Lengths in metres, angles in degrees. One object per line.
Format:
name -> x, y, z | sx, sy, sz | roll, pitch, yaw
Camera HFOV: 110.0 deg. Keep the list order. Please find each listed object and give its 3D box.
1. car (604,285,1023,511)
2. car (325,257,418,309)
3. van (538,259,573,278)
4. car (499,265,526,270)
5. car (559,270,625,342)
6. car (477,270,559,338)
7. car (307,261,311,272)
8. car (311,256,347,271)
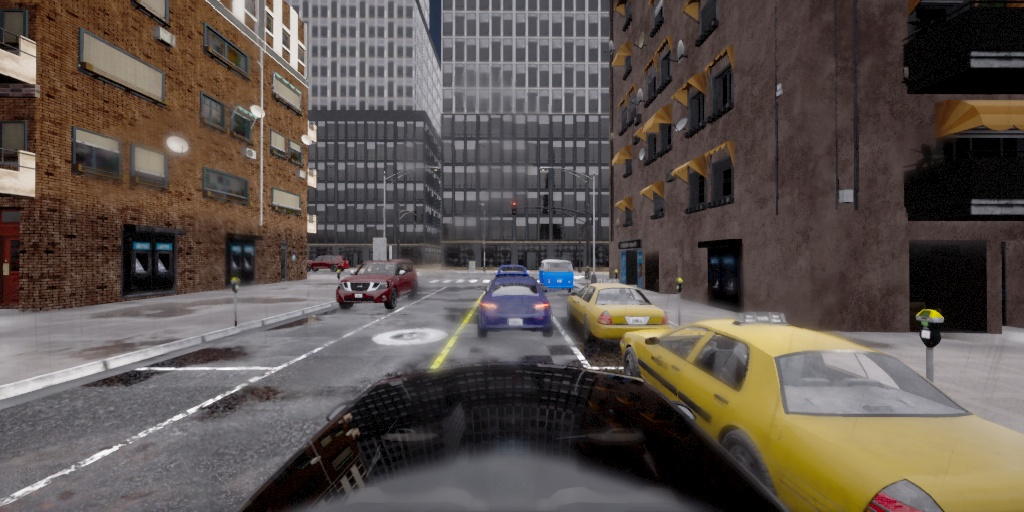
car -> 2.565, 1.276, 3.970 | 1.751, 1.417, 4.829 | 0, 0, 0
car -> -5.378, 1.068, 15.037 | 2.192, 1.841, 5.009 | 0, 0, 0
van -> 2.470, 1.096, 20.721 | 1.690, 1.789, 3.998 | 0, 0, 0
car -> 0.009, 1.233, 20.390 | 1.882, 1.535, 5.008 | 0, 0, 0
car -> 2.533, 1.277, 9.611 | 1.751, 1.417, 4.829 | 0, 0, 0
car -> 0.062, 1.277, 10.129 | 1.812, 1.442, 4.674 | 0, 0, -1
car -> -21.003, 1.084, 32.411 | 4.207, 1.307, 1.802 | 0, 0, -1
car -> -21.090, 0.863, 40.550 | 5.009, 1.841, 2.192 | 0, 0, -1
